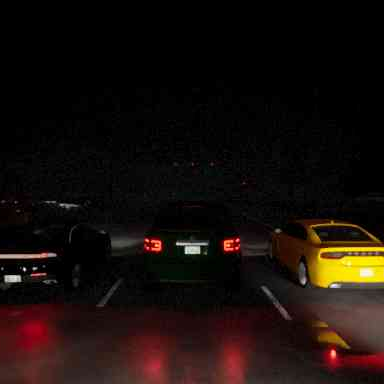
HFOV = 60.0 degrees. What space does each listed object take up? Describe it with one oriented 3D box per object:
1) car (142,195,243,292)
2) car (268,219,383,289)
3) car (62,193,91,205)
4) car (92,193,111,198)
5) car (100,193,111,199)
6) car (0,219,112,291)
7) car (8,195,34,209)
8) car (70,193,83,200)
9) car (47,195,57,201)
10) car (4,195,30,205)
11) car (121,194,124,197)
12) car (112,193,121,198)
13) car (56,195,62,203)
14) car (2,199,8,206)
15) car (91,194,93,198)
[{"bbox_3d":[-0.011,1.213,9.089,2.150,2.045,5.566,0,0,0],"label":"car"},{"bbox_3d":[3.477,1.469,9.143,1.882,1.535,5.008,0,0,0],"label":"car"},{"bbox_3d":[-18.422,1.335,53.264,2.033,1.411,5.357,0,0,-1],"label":"car"},{"bbox_3d":[-18.600,1.255,69.036,1.994,1.385,4.181,0,0,-1],"label":"car"},{"bbox_3d":[-22.682,1.080,87.429,1.882,1.535,5.008,0,0,-4],"label":"car"},{"bbox_3d":[-3.519,1.483,8.945,2.128,1.511,4.902,0,0,0],"label":"car"},{"bbox_3d":[-21.731,1.205,41.589,2.097,1.767,4.553,0,0,-1],"label":"car"},{"bbox_3d":[-29.526,1.091,85.419,1.882,1.535,5.008,0,0,-4],"label":"car"},{"bbox_3d":[-29.126,1.247,70.451,1.994,1.385,4.181,0,0,-1],"label":"car"},{"bbox_3d":[-28.929,1.302,55.163,1.812,1.442,4.674,0,0,-1],"label":"car"},{"bbox_3d":[-19.310,1.134,88.951,2.033,1.411,5.357,0,0,-4],"label":"car"},{"bbox_3d":[-18.762,1.006,78.495,2.097,1.767,4.553,0,0,-1],"label":"car"},{"bbox_3d":[-21.989,1.319,59.372,1.994,1.385,4.181,0,0,-1],"label":"car"},{"bbox_3d":[-17.992,1.475,27.590,2.033,1.411,5.357,0,0,-1],"label":"car"},{"bbox_3d":[-22.171,1.232,73.185,1.994,1.385,4.181,0,0,-1],"label":"car"}]
